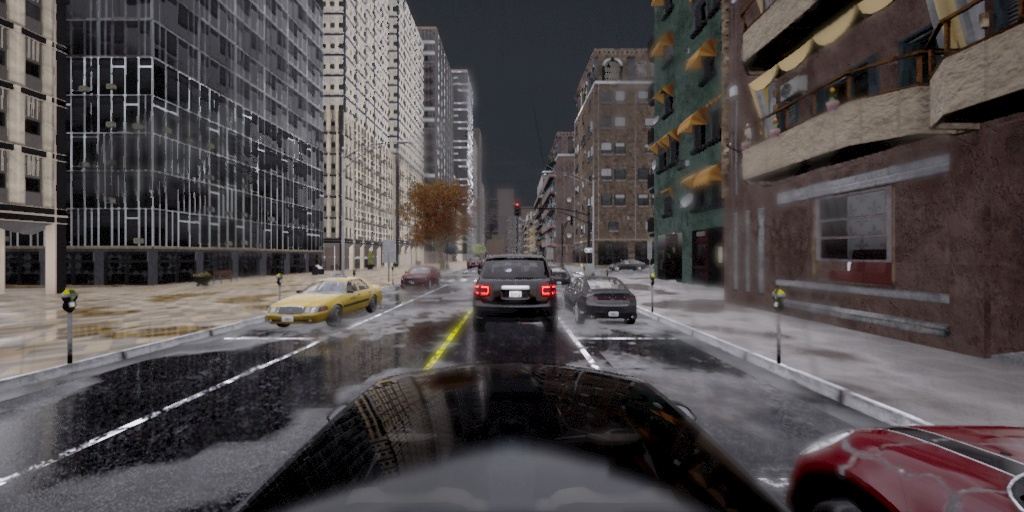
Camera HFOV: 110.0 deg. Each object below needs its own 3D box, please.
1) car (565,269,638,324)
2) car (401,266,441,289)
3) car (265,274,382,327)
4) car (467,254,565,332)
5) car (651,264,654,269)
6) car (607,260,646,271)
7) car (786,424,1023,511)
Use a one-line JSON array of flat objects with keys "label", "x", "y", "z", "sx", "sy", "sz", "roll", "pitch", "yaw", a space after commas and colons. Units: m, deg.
[{"label": "car", "x": 2.692, "y": 1.297, "z": 11.664, "sx": 2.007, "sy": 1.370, "sz": 4.403, "roll": 0, "pitch": 0, "yaw": 0}, {"label": "car", "x": -5.685, "y": 1.290, "z": 22.733, "sx": 1.888, "sy": 1.381, "sz": 4.507, "roll": 0, "pitch": 0, "yaw": 0}, {"label": "car", "x": -5.689, "y": 1.272, "z": 11.498, "sx": 1.751, "sy": 1.417, "sz": 4.829, "roll": 0, "pitch": 0, "yaw": 0}, {"label": "car", "x": 0.093, "y": 0.968, "z": 10.941, "sx": 2.150, "sy": 2.045, "sz": 5.566, "roll": 0, "pitch": 0, "yaw": 0}, {"label": "car", "x": 18.844, "y": 0.988, "z": 42.196, "sx": 4.829, "sy": 1.417, "sz": 1.751, "roll": 0, "pitch": 0, "yaw": -1}, {"label": "car", "x": 13.447, "y": 1.091, "z": 42.143, "sx": 4.403, "sy": 1.370, "sz": 2.007, "roll": 0, "pitch": 0, "yaw": -1}, {"label": "car", "x": 2.688, "y": 1.190, "z": 0.600, "sx": 1.967, "sy": 1.591, "sz": 4.097, "roll": 0, "pitch": 0, "yaw": 0}]
